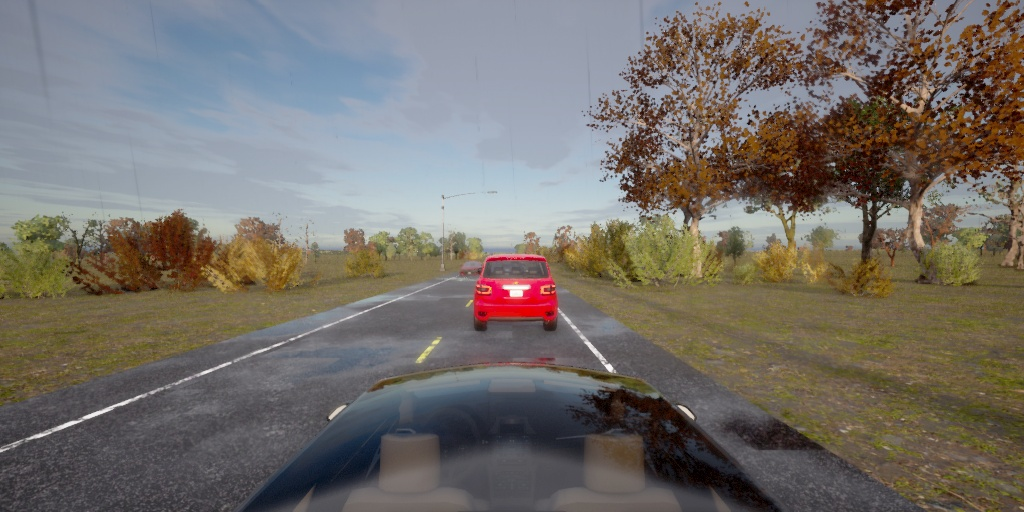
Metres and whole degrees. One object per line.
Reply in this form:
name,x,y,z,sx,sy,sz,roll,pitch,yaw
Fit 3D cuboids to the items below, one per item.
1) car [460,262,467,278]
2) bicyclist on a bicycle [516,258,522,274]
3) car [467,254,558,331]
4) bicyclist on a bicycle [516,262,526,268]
car,-3.743,1.216,33.883,1.882,1.535,5.008,0,0,0
bicyclist on a bicycle,0.772,1.107,40.266,0.659,1.776,1.843,0,0,0
car,0.075,0.968,11.074,2.150,2.045,5.566,0,0,-1
bicyclist on a bicycle,0.850,1.110,30.253,0.659,1.776,1.843,0,0,0
